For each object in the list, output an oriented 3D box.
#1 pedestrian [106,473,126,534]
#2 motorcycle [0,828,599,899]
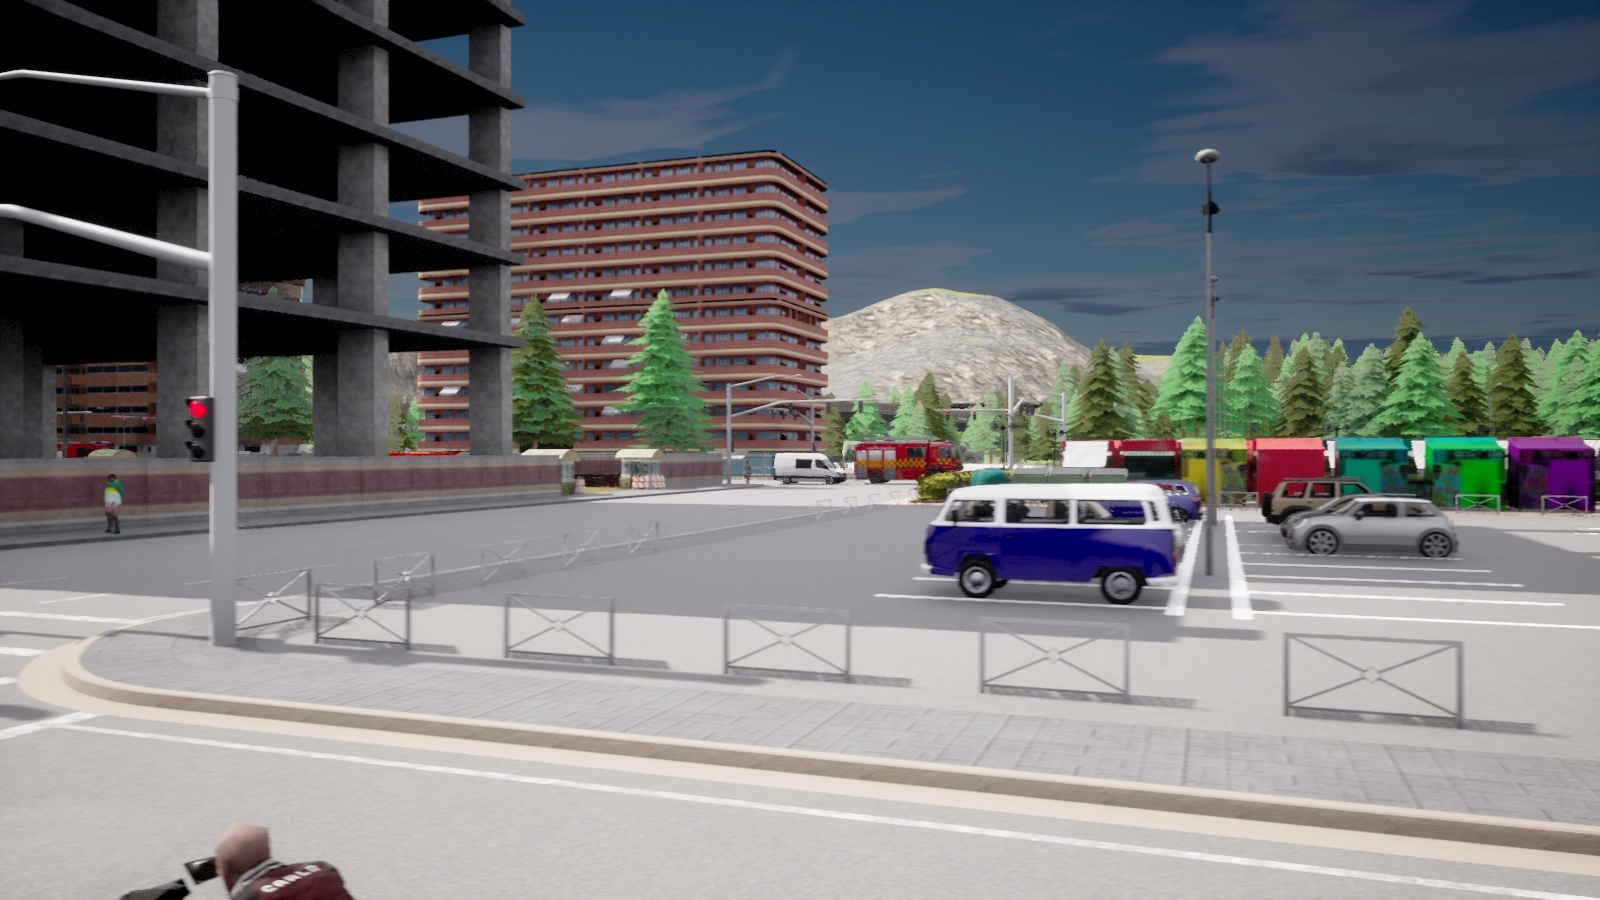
[{"bbox_3d":[-21.151,1.647,35.339,0.375,1.860,0.375,0,0,18],"label":"pedestrian"},{"bbox_3d":[-1.892,2.206,3.988,2.209,1.251,0.867,0,0,20],"label":"motorcycle"}]
